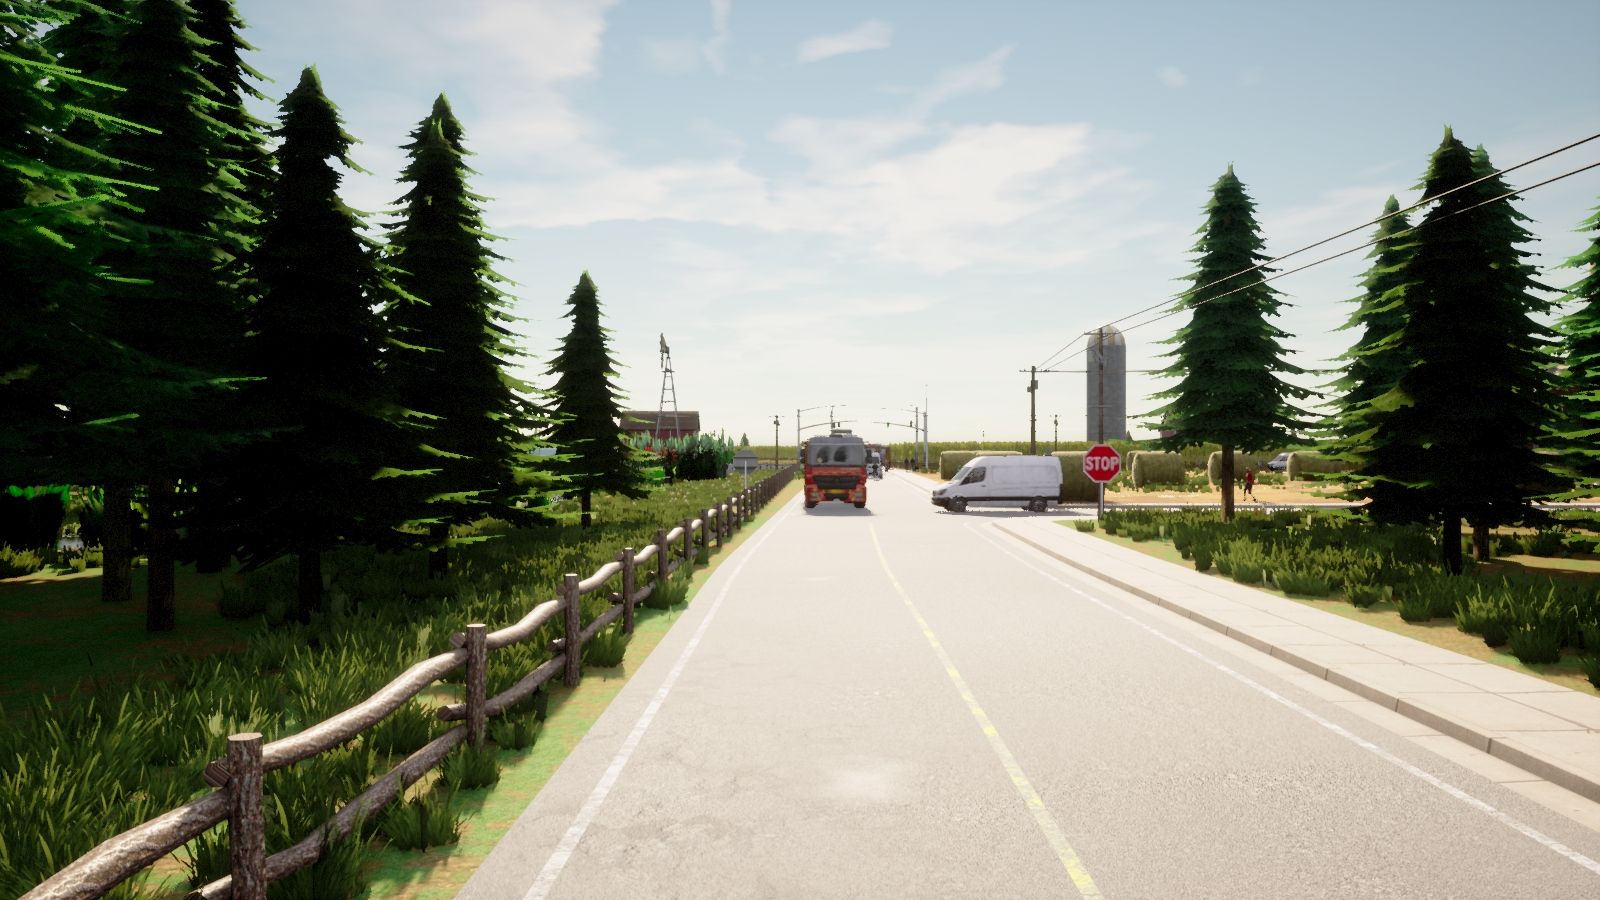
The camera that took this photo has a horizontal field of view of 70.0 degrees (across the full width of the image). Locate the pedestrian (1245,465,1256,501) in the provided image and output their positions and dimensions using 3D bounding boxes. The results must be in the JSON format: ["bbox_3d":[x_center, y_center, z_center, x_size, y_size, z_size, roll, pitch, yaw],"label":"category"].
[{"bbox_3d":[22.999,1.691,58.375,0.375,1.860,0.375,0,0,-9],"label":"pedestrian"}]

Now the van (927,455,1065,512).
[{"bbox_3d":[8.941,1.528,52.289,5.915,2.561,1.988,0,-1,-5],"label":"van"}]

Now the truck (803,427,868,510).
[{"bbox_3d":[1.648,0.855,57.306,2.891,3.827,8.468,0,0,-1],"label":"truck"}]

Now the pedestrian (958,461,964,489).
[{"bbox_3d":[10.802,1.659,76.580,0.375,1.860,0.375,0,0,3],"label":"pedestrian"}]
